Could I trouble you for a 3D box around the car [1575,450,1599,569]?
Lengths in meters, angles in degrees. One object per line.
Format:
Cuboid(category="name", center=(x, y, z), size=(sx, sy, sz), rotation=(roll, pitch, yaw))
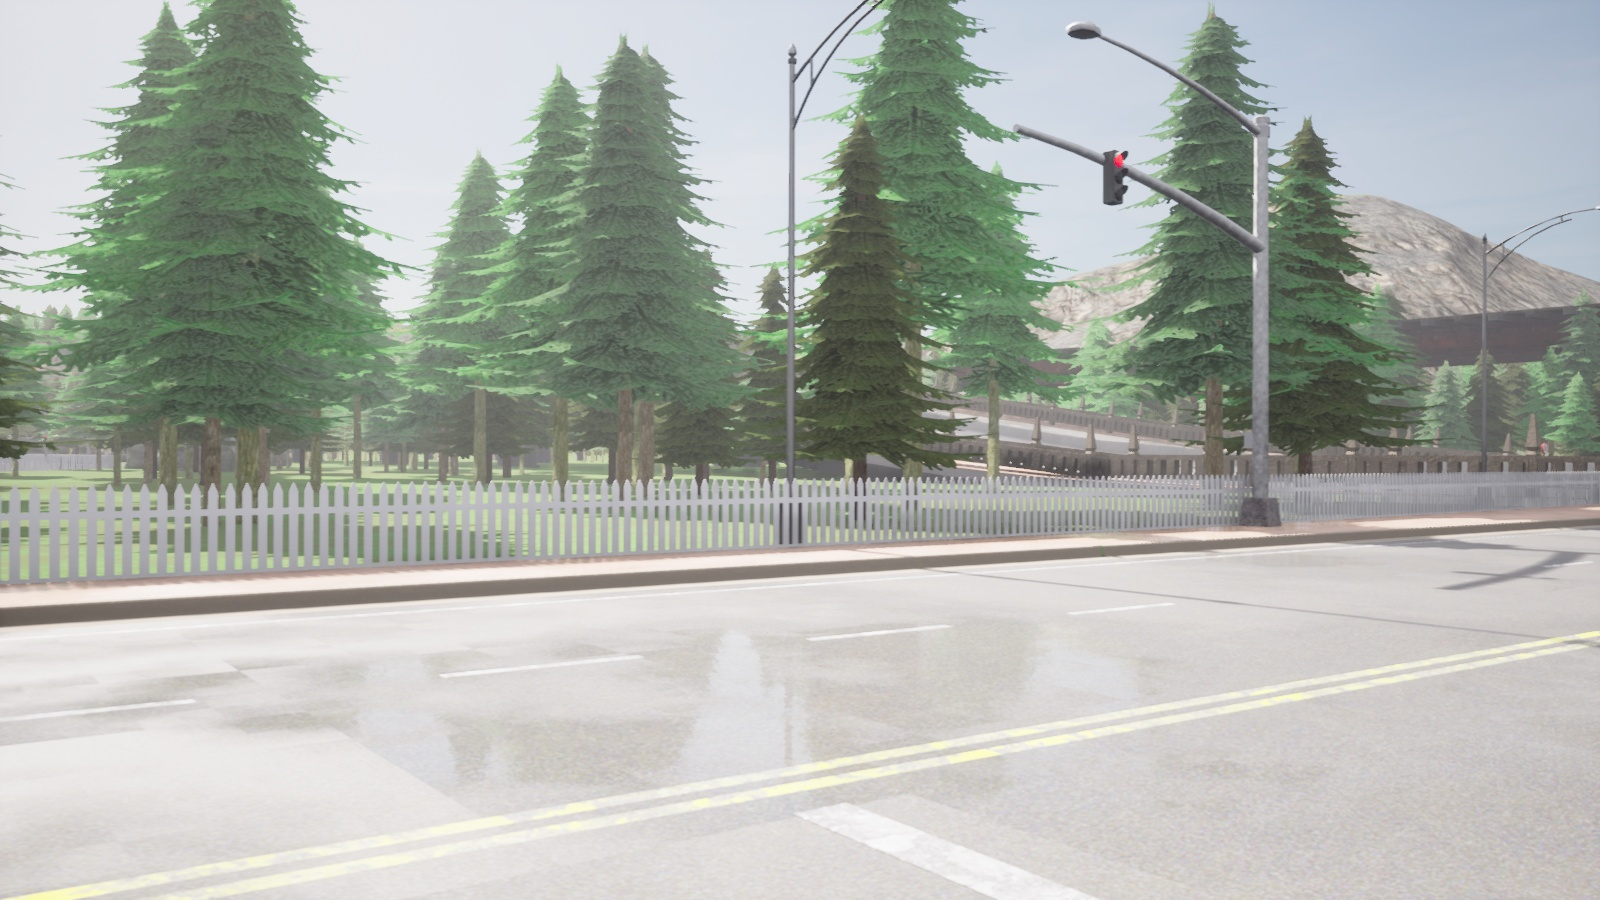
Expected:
Cuboid(category="car", center=(12.604, 0.759, 16.694), size=(4.902, 1.511, 2.128), rotation=(0, 0, -35))
